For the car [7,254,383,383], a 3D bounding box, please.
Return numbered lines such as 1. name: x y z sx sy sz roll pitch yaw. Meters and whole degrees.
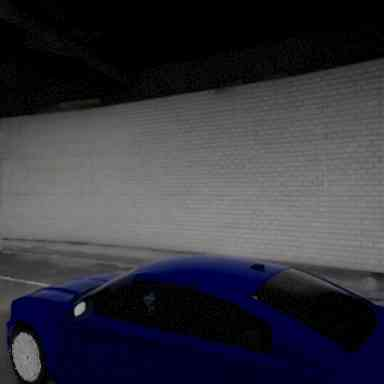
1. car: -0.047 1.467 3.692 5.008 1.535 1.882 0 0 33
